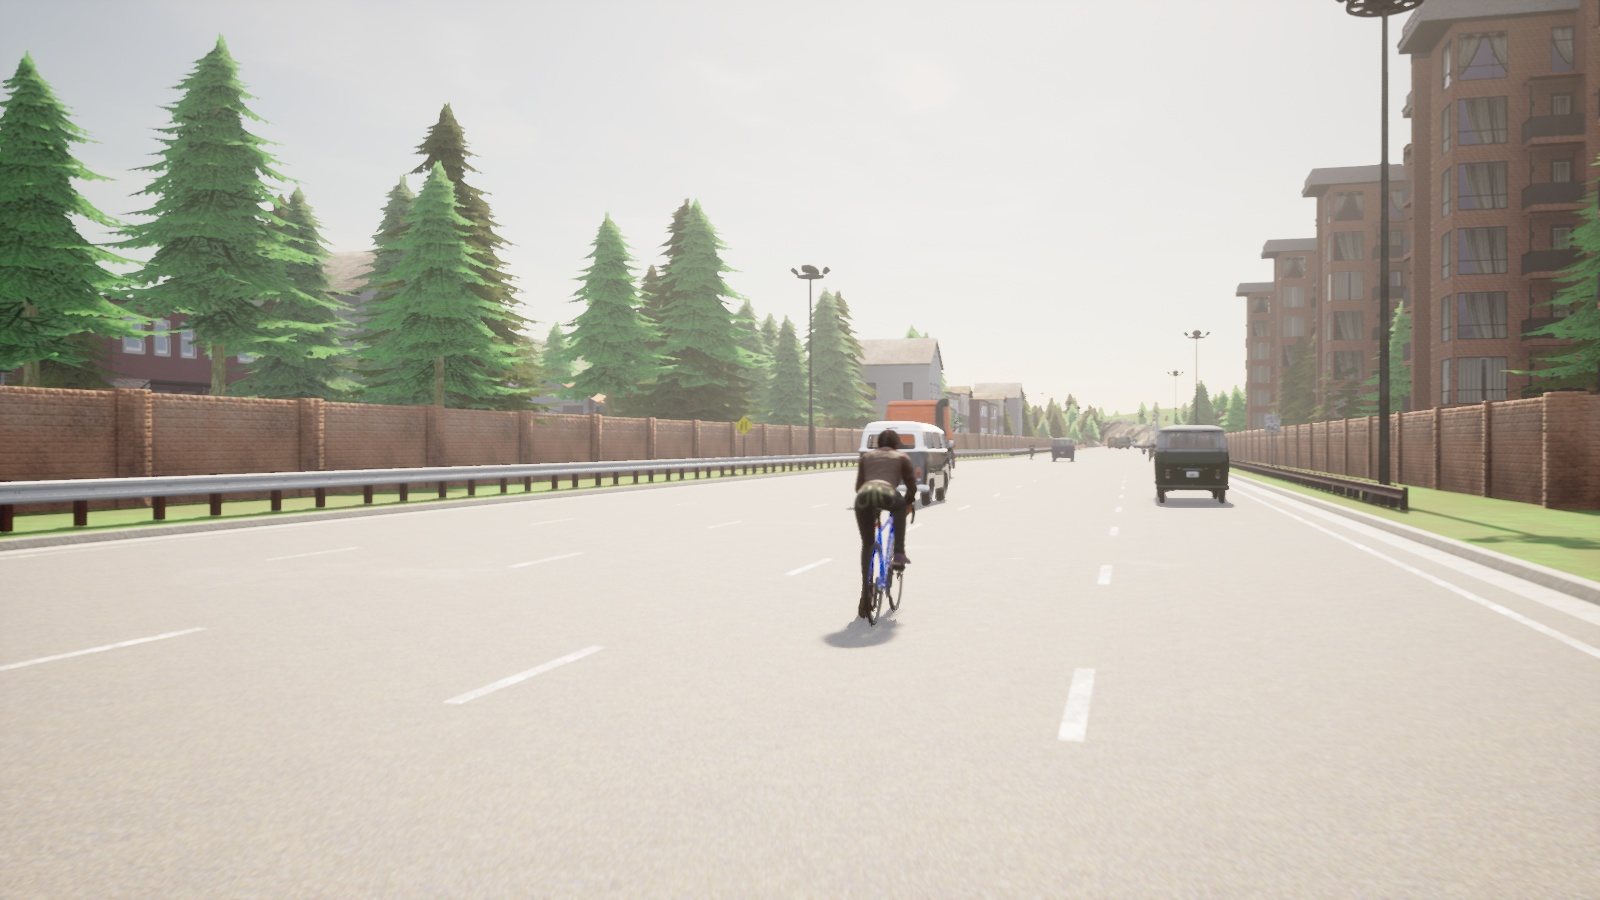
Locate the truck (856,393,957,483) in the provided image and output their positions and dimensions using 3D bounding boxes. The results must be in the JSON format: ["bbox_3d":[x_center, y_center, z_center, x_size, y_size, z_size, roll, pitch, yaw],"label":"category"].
[{"bbox_3d":[4.623,-0.475,52.731,2.891,3.462,7.936,0,0,15],"label":"truck"}]

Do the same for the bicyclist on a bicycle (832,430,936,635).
[{"bbox_3d":[0.754,0.650,10.795,0.582,1.620,1.656,0,0,15],"label":"bicyclist on a bicycle"}]

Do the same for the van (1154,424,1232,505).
[{"bbox_3d":[10.329,0.354,33.272,1.775,1.987,4.442,0,0,15],"label":"van"}]

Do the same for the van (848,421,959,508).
[{"bbox_3d":[2.715,0.325,31.871,2.069,2.038,4.480,0,0,14],"label":"van"}]
